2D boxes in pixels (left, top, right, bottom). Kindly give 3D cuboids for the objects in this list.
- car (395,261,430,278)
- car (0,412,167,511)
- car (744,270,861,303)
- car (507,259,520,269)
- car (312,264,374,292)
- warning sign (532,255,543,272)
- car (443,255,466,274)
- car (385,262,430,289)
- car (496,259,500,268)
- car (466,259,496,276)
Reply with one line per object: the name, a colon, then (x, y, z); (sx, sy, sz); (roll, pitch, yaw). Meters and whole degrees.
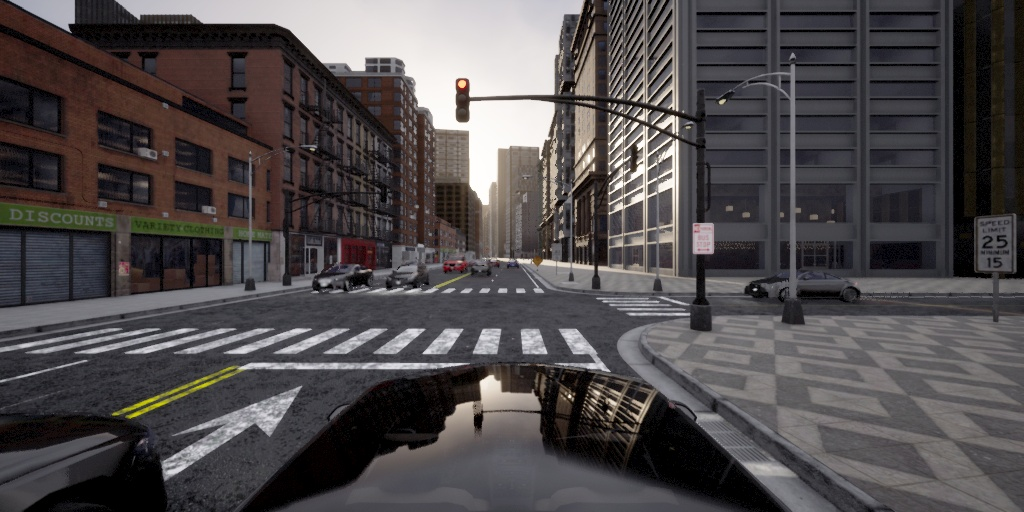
car: (-9.779, 1.284, 35.675); (2.033, 1.411, 5.357); (0, 0, 0)
car: (-3.152, 1.241, 0.283); (2.128, 1.511, 4.902); (0, 0, 0)
car: (12.945, 1.326, 16.138); (4.181, 1.385, 1.994); (0, 0, 0)
car: (0.160, 1.241, 57.357); (1.812, 1.442, 4.674); (0, 0, 1)
car: (-9.808, 1.239, 21.178); (2.128, 1.511, 4.902); (0, 0, 0)
warning sign: (2.934, 0.846, 41.273); (1.300, 1.860, 1.060); (0, 0, 0)
car: (-6.515, 0.952, 41.803); (2.150, 2.045, 5.566); (0, 0, 0)
car: (-6.545, 1.272, 23.002); (1.812, 1.442, 4.674); (0, 0, 0)
car: (-3.048, 1.237, 61.888); (1.812, 1.442, 4.674); (0, 0, 0)
car: (-3.075, 1.227, 36.956); (2.128, 1.511, 4.902); (0, 0, 0)
